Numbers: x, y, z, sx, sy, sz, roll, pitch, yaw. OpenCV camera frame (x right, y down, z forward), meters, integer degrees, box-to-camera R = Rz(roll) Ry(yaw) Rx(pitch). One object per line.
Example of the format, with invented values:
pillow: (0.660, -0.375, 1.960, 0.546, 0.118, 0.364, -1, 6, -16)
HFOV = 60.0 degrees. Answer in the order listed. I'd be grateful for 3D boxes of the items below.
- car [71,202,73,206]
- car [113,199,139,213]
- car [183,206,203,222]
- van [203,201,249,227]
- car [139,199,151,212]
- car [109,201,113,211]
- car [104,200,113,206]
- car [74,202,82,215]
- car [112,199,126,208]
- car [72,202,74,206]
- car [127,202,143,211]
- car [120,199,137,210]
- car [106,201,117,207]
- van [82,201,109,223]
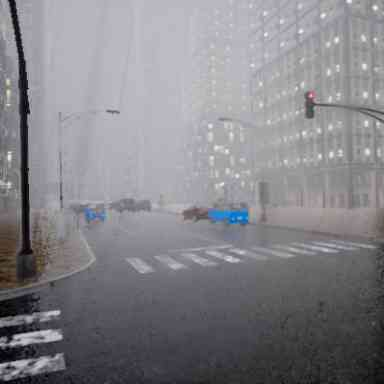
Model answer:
car: (-21.402, 2.758, 62.837, 1.802, 1.307, 4.206, -1, -1, -21)
car: (-9.697, 1.987, 48.573, 2.150, 2.045, 5.566, -1, -1, -21)
car: (0.532, 1.888, 29.791, 1.887, 1.381, 4.507, -1, -1, -21)
van: (2.627, 1.585, 24.669, 1.690, 1.788, 3.998, -1, -1, -21)
car: (-7.557, 2.049, 50.417, 2.192, 1.841, 5.009, -1, -1, -21)
car: (-13.507, 2.426, 58.249, 1.882, 1.535, 5.008, -1, -1, -21)
car: (-21.726, 2.941, 86.683, 1.752, 1.417, 4.829, -1, -1, -21)
car: (-15.355, 2.450, 47.361, 1.947, 1.339, 4.313, -1, -1, -21)
car: (-15.620, 2.437, 71.052, 2.192, 1.841, 5.009, -1, -1, -21)
car: (-17.371, 2.532, 52.519, 2.008, 1.369, 4.403, -1, -1, -21)
car: (-9.568, 2.376, 55.573, 1.887, 1.381, 4.507, -1, -1, -21)
car: (-11.589, 2.244, 60.735, 2.192, 1.841, 5.009, -1, -1, -21)
car: (-19.648, 2.867, 81.366, 2.008, 1.369, 4.403, -1, -1, -21)
van: (-9.312, 1.933, 31.888, 1.690, 1.788, 3.998, -1, -1, -21)
